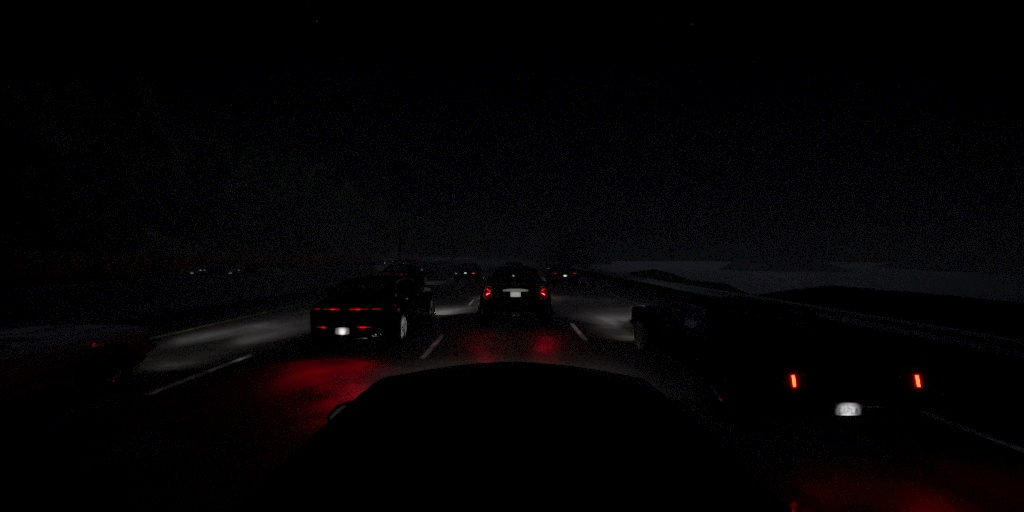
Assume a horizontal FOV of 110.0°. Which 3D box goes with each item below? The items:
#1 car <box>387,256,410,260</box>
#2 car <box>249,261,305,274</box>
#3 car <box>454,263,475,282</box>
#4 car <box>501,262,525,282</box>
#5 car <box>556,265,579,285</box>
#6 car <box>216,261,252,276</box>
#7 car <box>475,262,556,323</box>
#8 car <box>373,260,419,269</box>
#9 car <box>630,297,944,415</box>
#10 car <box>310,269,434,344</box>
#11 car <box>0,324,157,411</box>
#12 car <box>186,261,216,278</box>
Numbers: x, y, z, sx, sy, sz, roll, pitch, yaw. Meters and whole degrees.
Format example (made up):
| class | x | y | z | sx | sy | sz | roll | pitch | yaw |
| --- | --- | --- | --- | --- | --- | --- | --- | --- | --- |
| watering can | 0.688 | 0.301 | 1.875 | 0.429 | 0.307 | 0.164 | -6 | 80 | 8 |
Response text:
| class | x | y | z | sx | sy | sz | roll | pitch | yaw |
| --- | --- | --- | --- | --- | --- | --- | --- | --- | --- |
| car | -17.534 | 1.097 | 56.918 | 2.097 | 1.767 | 4.553 | 0 | 0 | 1 |
| car | -21.090 | 1.348 | 32.694 | 1.895 | 1.301 | 4.718 | 0 | 0 | 0 |
| car | -3.395 | 1.295 | 28.639 | 2.033 | 1.411 | 5.357 | 0 | 0 | 0 |
| car | 0.108 | 1.253 | 29.891 | 1.837 | 1.490 | 4.892 | 0 | 0 | 0 |
| car | 3.605 | 1.312 | 26.317 | 1.994 | 1.385 | 4.181 | 0 | 0 | 0 |
| car | -24.586 | 1.240 | 33.812 | 2.128 | 1.511 | 4.902 | 0 | 0 | 0 |
| car | 0.103 | 1.101 | 12.197 | 2.097 | 1.767 | 4.553 | 0 | 0 | 0 |
| car | -6.894 | 1.226 | 23.009 | 1.882 | 1.535 | 5.008 | 0 | 0 | 0 |
| car | 3.602 | 1.351 | 6.058 | 1.895 | 1.301 | 4.718 | 0 | 0 | 0 |
| car | -3.397 | 1.254 | 9.596 | 1.837 | 1.490 | 4.892 | 0 | 0 | 0 |
| car | -6.899 | 1.350 | 3.834 | 1.895 | 1.301 | 4.718 | 0 | 0 | 0 |
| car | -28.085 | 1.240 | 33.923 | 2.128 | 1.511 | 4.902 | 0 | 0 | 0 |
